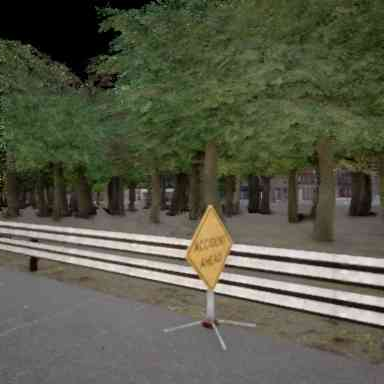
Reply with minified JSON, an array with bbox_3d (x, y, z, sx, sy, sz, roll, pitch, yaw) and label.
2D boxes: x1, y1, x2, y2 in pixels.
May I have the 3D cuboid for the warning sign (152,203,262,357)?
[{"bbox_3d":[0.259,1.121,4.963,1.060,1.860,1.300,-1,0,36],"label":"warning sign"}]
